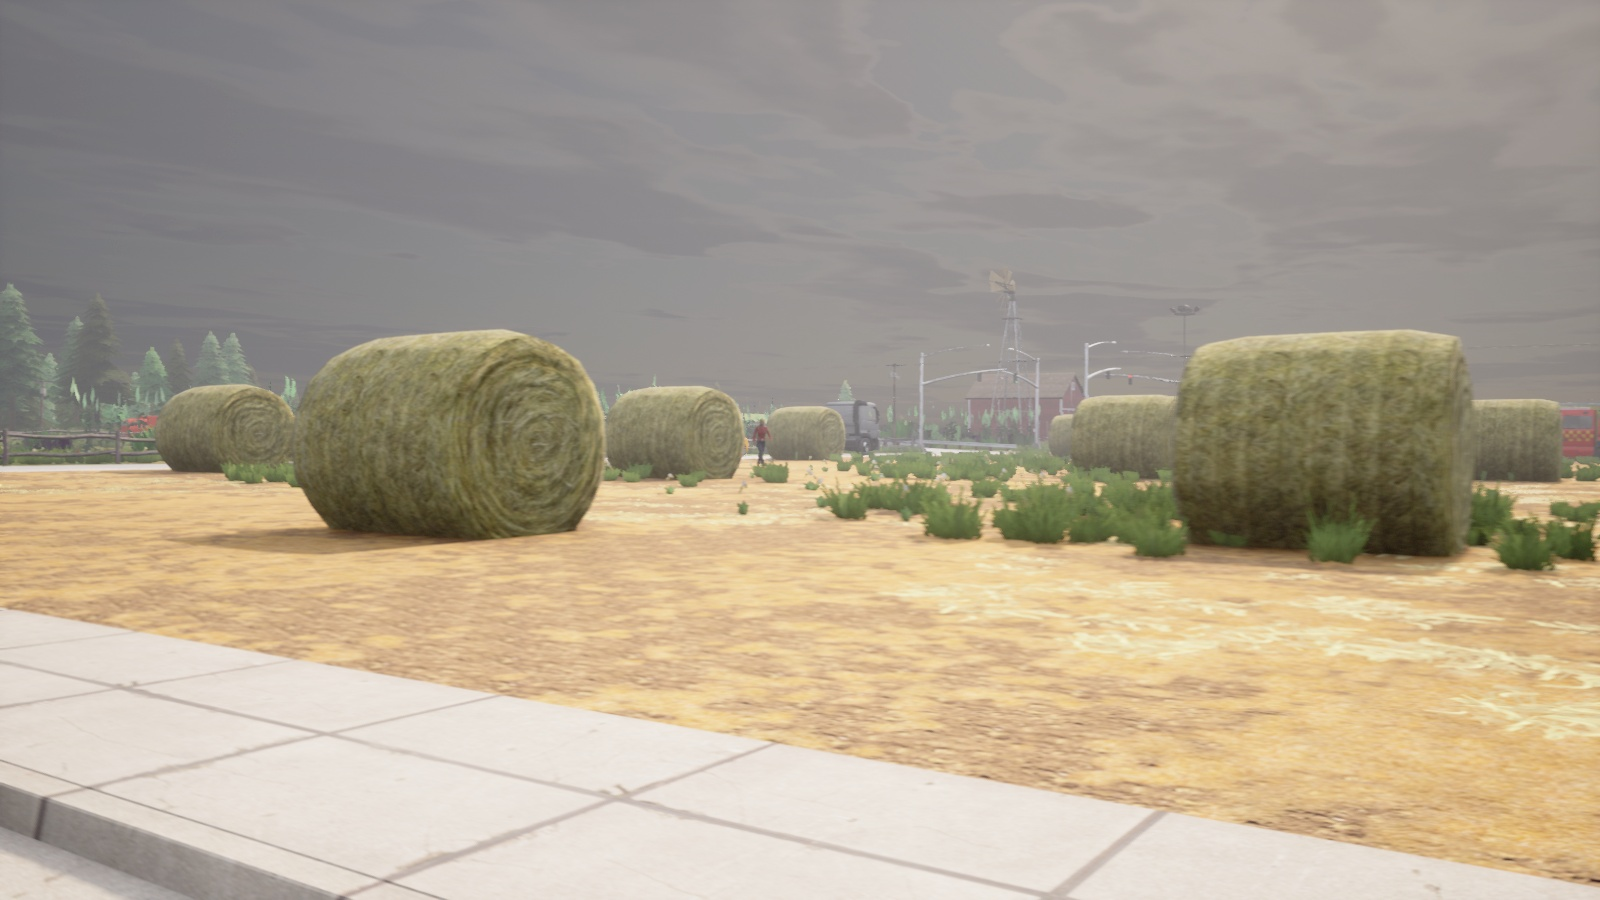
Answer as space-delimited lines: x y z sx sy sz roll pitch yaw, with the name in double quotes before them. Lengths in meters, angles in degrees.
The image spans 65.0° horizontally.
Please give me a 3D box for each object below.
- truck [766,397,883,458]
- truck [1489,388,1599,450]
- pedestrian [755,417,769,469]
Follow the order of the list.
"truck" 1.554 -1.321 74.833 2.891 3.462 7.936 0 1 36
"truck" 48.626 -1.961 79.608 8.468 3.827 2.891 0 1 33
"pedestrian" -1.354 -0.247 44.932 0.331 1.846 0.636 -1 1 -18
